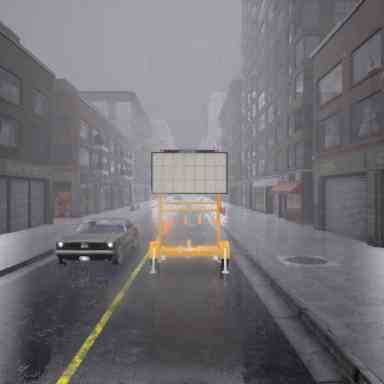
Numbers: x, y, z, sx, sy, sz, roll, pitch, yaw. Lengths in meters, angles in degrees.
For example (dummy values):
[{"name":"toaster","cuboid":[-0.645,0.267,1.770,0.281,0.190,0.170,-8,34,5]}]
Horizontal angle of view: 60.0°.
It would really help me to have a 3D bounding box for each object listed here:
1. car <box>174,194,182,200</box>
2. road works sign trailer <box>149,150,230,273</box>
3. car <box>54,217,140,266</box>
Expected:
[{"name":"car","cuboid":[-3.694,1.318,90.973,2.097,1.767,4.553,0,0,0]},{"name":"road works sign trailer","cuboid":[-0.080,0.464,10.617,2.380,3.560,2.880,0,0,0]},{"name":"car","cuboid":[-3.088,1.600,11.734,1.895,1.301,4.718,0,0,0]}]
